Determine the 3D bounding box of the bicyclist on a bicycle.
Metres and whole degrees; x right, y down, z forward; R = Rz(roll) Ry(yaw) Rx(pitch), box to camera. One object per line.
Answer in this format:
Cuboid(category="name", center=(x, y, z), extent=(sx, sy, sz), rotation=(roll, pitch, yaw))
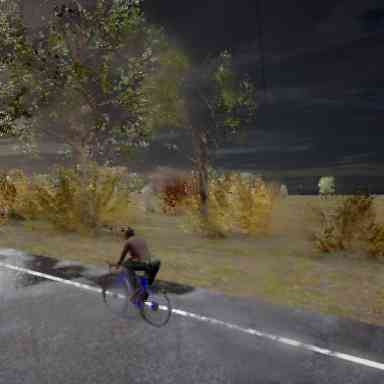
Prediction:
Cuboid(category="bicyclist on a bicycle", center=(-1.005, 1.437, 5.774), extent=(1.656, 1.620, 0.582), rotation=(0, 0, 35))
